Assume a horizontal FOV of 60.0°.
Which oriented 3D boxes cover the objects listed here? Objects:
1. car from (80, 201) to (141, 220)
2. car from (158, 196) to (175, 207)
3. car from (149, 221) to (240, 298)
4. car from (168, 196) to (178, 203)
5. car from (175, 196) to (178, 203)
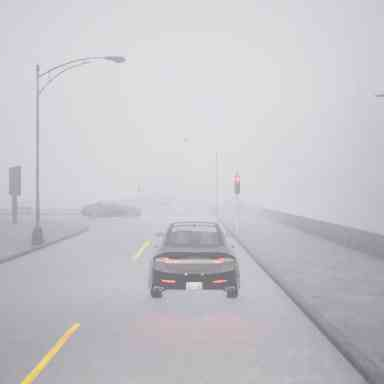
[{"bbox_3d":[-6.729,1.502,27.735,4.902,1.511,2.128,0,0,-19],"label":"car"},{"bbox_3d":[-4.120,1.568,50.873,2.033,1.411,5.357,0,0,0],"label":"car"},{"bbox_3d":[0.058,1.495,8.483,2.128,1.511,4.902,0,0,0],"label":"car"},{"bbox_3d":[-4.032,1.581,70.357,1.994,1.385,4.181,0,0,0],"label":"car"},{"bbox_3d":[-4.097,1.626,60.539,1.895,1.301,4.718,0,0,0],"label":"car"}]
